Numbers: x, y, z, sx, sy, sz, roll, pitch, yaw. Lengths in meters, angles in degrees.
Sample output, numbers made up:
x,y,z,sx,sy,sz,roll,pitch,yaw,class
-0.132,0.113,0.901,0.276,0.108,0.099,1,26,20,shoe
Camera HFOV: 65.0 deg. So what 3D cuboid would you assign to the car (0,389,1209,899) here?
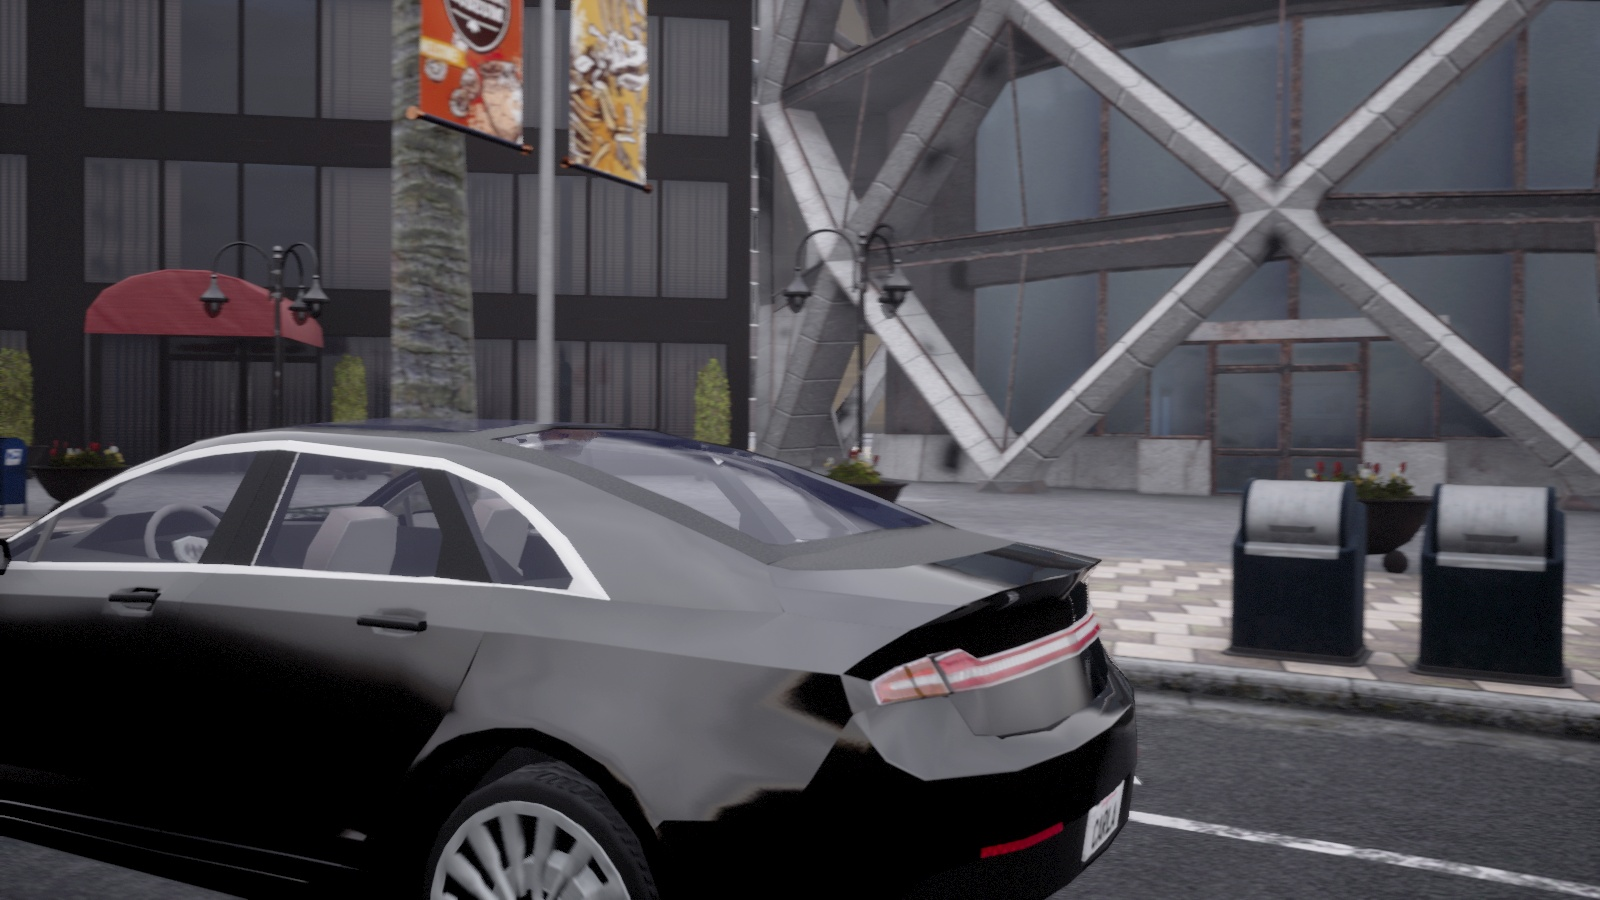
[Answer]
x,y,z,sx,sy,sz,roll,pitch,yaw,class
-1.370,0.639,4.215,4.902,1.511,2.128,0,1,29,car
